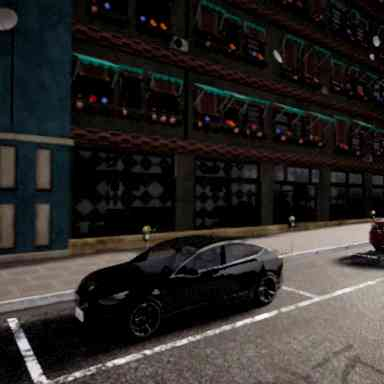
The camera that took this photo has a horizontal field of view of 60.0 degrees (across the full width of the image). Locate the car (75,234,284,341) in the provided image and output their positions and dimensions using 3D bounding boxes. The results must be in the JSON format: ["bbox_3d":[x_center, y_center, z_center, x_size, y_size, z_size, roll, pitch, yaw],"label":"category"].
[{"bbox_3d":[-0.007,1.570,6.546,4.313,1.339,1.947,0,1,-36],"label":"car"}]

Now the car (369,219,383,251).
[{"bbox_3d":[8.983,1.332,12.966,5.009,1.841,2.192,0,1,-36],"label":"car"}]
